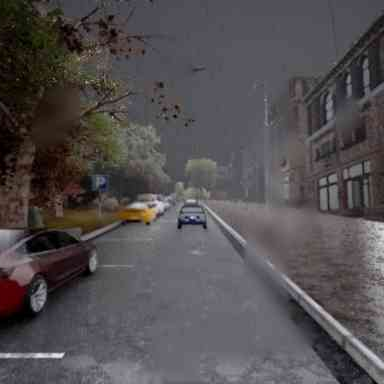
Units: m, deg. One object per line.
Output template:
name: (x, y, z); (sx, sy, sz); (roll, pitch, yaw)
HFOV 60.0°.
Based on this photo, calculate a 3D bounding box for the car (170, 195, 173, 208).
car: (-3.830, 1.504, 41.072); (1.946, 1.575, 5.366); (0, 0, 2)

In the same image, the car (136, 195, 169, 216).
car: (-3.786, 1.248, 29.775); (2.435, 2.045, 5.566); (0, 0, 2)

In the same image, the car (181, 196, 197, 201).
car: (-0.086, 1.552, 41.383); (1.812, 1.442, 4.674); (0, 0, 0)

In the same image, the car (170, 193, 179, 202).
car: (-3.913, 1.402, 57.566); (2.185, 1.767, 4.553); (0, 0, 2)

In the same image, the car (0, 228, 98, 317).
car: (-3.685, 1.518, 7.492); (2.163, 1.488, 4.792); (0, 0, 2)

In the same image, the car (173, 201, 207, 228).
car: (0.001, 1.563, 22.106); (2.033, 1.411, 5.357); (0, 0, 0)

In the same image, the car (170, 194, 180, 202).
car: (-4.013, 1.434, 79.849); (2.185, 1.767, 4.553); (0, 0, 2)

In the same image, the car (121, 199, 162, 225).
car: (-3.761, 1.497, 24.171); (2.097, 1.535, 5.008); (0, 0, 2)

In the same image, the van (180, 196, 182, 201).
van: (-3.983, 1.326, 74.426); (1.878, 1.987, 4.442); (0, 0, 2)

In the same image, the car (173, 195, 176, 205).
car: (-3.862, 1.512, 46.451); (2.097, 1.535, 5.008); (0, 0, 2)
